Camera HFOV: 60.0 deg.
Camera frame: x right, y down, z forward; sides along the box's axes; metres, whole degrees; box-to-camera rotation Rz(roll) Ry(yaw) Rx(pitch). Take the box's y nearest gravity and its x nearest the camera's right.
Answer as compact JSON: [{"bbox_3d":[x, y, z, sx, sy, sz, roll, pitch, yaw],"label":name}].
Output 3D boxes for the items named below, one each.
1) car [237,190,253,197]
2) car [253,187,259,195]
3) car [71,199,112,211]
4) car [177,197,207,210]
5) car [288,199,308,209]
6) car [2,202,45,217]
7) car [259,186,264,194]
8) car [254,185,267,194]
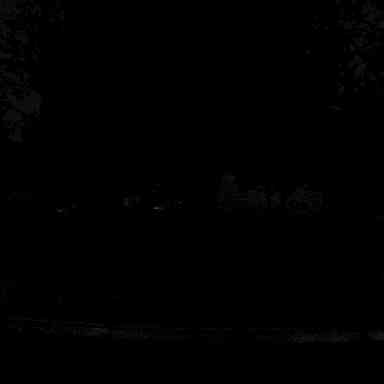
[{"bbox_3d":[11.584,0.399,74.928,1.946,1.575,5.366,0,3,25],"label":"car"},{"bbox_3d":[13.885,0.095,79.940,1.946,1.575,5.366,0,3,25],"label":"car"},{"bbox_3d":[-12.380,1.564,41.131,4.892,1.490,1.837,0,0,-23],"label":"car"},{"bbox_3d":[0.223,1.465,44.856,4.553,1.767,2.097,0,0,2],"label":"car"},{"bbox_3d":[14.954,1.643,47.001,1.812,1.442,4.674,0,1,9],"label":"car"},{"bbox_3d":[-16.177,1.608,31.702,1.895,1.301,4.718,0,0,30],"label":"car"},{"bbox_3d":[16.177,-0.206,84.958,1.946,1.575,5.366,0,3,25],"label":"car"},{"bbox_3d":[18.585,-0.771,90.220,2.435,2.045,5.566,0,3,24],"label":"car"}]
